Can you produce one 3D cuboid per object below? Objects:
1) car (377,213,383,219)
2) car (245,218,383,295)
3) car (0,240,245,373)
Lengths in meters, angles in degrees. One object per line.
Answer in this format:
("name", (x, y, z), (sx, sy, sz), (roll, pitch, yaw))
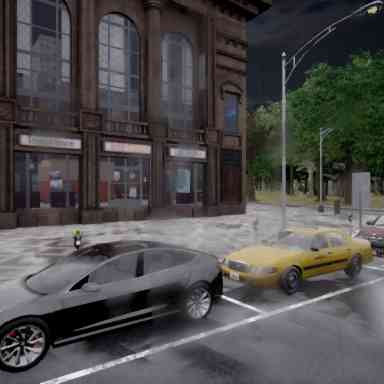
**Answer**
("car", (7.453, 1.441, 11.974), (4.097, 1.590, 1.967), (0, 0, -36))
("car", (2.891, 1.525, 8.715), (4.829, 1.417, 1.752), (0, 0, -36))
("car", (-1.396, 1.566, 5.653), (4.313, 1.339, 1.947), (0, 0, -36))
